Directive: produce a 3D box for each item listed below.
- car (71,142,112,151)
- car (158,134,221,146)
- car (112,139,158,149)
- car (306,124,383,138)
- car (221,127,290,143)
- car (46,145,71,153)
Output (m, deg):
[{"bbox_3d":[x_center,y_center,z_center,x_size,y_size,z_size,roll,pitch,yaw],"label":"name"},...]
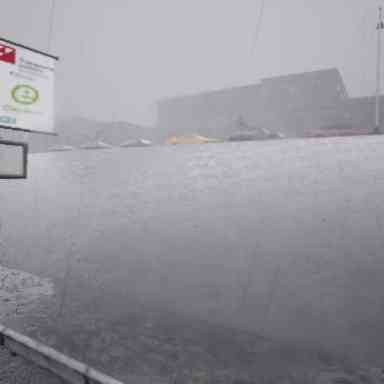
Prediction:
[{"bbox_3d":[-9.257,-4.242,33.025,4.892,1.521,2.231,2,1,34],"label":"car"},{"bbox_3d":[0.101,-3.938,27.069,5.008,1.535,2.097,2,1,32],"label":"car"},{"bbox_3d":[-4.611,-4.053,29.998,4.674,1.452,2.002,2,1,33],"label":"car"},{"bbox_3d":[9.845,-3.594,21.455,4.792,1.488,2.163,2,1,29],"label":"car"},{"bbox_3d":[4.855,-3.909,24.253,4.553,1.767,2.185,2,1,31],"label":"car"},{"bbox_3d":[-13.822,-4.374,36.125,4.892,1.521,2.231,1,1,34],"label":"car"}]
